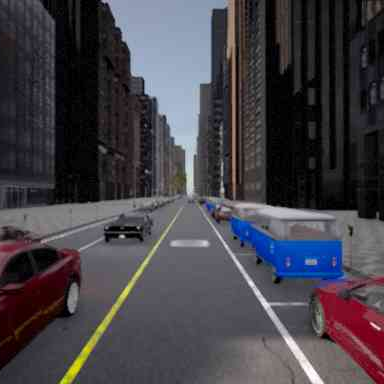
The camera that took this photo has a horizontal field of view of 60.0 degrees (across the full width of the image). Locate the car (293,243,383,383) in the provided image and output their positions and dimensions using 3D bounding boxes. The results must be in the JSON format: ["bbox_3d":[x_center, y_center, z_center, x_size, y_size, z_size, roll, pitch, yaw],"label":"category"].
[{"bbox_3d":[2.757,1.600,3.838,1.802,1.307,4.206,0,0,0],"label":"car"}]

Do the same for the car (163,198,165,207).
[{"bbox_3d":[-5.891,1.887,54.741,1.752,1.417,4.829,0,0,0],"label":"car"}]

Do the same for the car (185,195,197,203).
[{"bbox_3d":[-0.194,2.072,82.574,2.033,1.411,5.357,0,0,0],"label":"car"}]

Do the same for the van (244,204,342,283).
[{"bbox_3d":[2.743,1.393,9.518,1.690,1.788,3.998,0,0,0],"label":"van"}]

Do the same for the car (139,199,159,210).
[{"bbox_3d":[-5.864,1.839,43.557,2.008,1.369,4.403,0,0,0],"label":"car"}]

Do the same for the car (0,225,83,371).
[{"bbox_3d":[-3.105,1.512,4.695,1.882,1.535,5.008,0,0,0],"label":"car"}]

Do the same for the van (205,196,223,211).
[{"bbox_3d":[2.675,1.576,37.904,1.690,1.788,3.998,0,0,0],"label":"van"}]

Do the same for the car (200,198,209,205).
[{"bbox_3d":[2.593,1.987,72.138,1.752,1.417,4.829,0,0,0],"label":"car"}]

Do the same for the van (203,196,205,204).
[{"bbox_3d":[2.661,1.614,43.582,1.690,1.788,3.998,0,0,0],"label":"van"}]

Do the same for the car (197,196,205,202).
[{"bbox_3d":[2.538,2.061,94.678,1.967,1.590,4.097,0,0,0],"label":"car"}]

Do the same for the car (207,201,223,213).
[{"bbox_3d":[2.689,1.780,32.225,1.802,1.307,4.206,0,0,0],"label":"car"}]

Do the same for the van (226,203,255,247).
[{"bbox_3d":[2.729,1.428,15.194,1.690,1.788,3.998,0,0,0],"label":"van"}]

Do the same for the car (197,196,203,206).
[{"bbox_3d":[2.606,1.738,66.291,2.192,1.841,5.009,0,0,0],"label":"car"}]

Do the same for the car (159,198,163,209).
[{"bbox_3d":[-5.877,1.766,49.235,1.967,1.590,4.097,0,0,0],"label":"car"}]

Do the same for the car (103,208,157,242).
[{"bbox_3d":[-3.125,1.711,17.140,1.895,1.301,4.718,0,0,0],"label":"car"}]

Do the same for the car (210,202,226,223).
[{"bbox_3d":[2.702,1.742,26.547,1.802,1.307,4.206,0,0,0],"label":"car"}]

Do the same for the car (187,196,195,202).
[{"bbox_3d":[-0.220,2.021,92.996,2.128,1.511,4.902,0,0,0],"label":"car"}]

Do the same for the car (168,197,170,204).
[{"bbox_3d":[-5.918,1.962,66.095,1.752,1.417,4.829,0,0,0],"label":"car"}]

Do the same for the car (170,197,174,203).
[{"bbox_3d":[-5.945,2.060,77.621,1.887,1.381,4.507,0,0,0],"label":"car"}]

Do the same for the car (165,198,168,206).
[{"bbox_3d":[-5.904,1.966,60.589,1.947,1.339,4.313,0,0,0],"label":"car"}]
